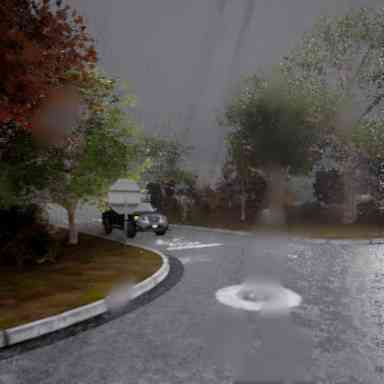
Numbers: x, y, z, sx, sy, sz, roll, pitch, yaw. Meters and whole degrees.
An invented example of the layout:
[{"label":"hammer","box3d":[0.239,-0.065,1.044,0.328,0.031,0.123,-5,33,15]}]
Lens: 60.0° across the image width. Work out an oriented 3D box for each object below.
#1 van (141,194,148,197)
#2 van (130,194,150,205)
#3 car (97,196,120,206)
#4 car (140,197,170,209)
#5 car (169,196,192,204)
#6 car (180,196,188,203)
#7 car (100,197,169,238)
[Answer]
[{"label":"van","box3d":[-8.027,1.363,47.958,1.878,1.987,4.442,-1,0,-36]},{"label":"van","box3d":[-9.675,1.321,61.587,1.878,1.987,4.442,0,0,-36]},{"label":"car","box3d":[-14.688,1.579,58.362,1.946,1.575,5.366,-1,0,-36]},{"label":"car","box3d":[-5.579,1.563,49.342,1.946,1.575,5.366,-1,0,-36]},{"label":"car","box3d":[-2.350,1.556,67.003,2.097,1.535,5.008,0,0,-36]},{"label":"car","box3d":[1.105,1.289,54.399,2.435,2.045,5.566,0,0,-36]},{"label":"car","box3d":[-3.548,1.509,19.930,2.150,2.045,5.566,1,-2,-35]}]
